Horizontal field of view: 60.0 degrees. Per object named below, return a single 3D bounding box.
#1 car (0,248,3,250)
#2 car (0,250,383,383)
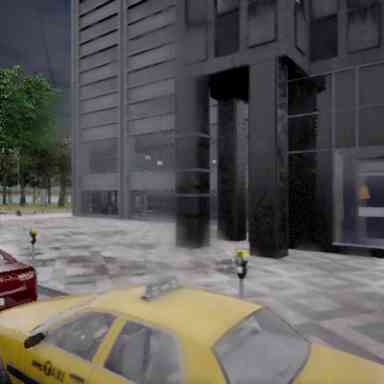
[{"bbox_3d":[-4.787,1.570,6.372,4.507,1.381,1.887,0,0,35],"label":"car"},{"bbox_3d":[-0.496,1.532,3.316,4.829,1.417,1.752,0,0,35],"label":"car"}]
